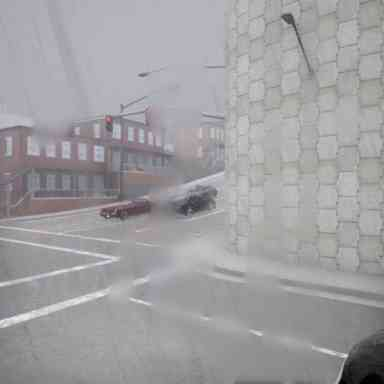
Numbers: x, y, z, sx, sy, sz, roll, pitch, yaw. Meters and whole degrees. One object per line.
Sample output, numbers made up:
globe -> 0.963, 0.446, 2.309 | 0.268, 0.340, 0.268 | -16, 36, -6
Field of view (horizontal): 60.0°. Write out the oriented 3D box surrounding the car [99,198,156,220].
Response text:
car -> -4.542, 1.187, 24.715 | 1.895, 1.301, 4.718 | 0, 5, 35

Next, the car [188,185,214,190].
car -> 0.691, 0.078, 32.100 | 1.994, 1.385, 4.181 | 0, 9, 36

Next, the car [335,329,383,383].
car -> 3.327, 1.492, 1.591 | 4.902, 1.511, 2.128 | 0, 0, 36

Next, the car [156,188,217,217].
car -> -0.120, 0.878, 24.580 | 1.837, 1.490, 4.892 | 0, 6, 35
